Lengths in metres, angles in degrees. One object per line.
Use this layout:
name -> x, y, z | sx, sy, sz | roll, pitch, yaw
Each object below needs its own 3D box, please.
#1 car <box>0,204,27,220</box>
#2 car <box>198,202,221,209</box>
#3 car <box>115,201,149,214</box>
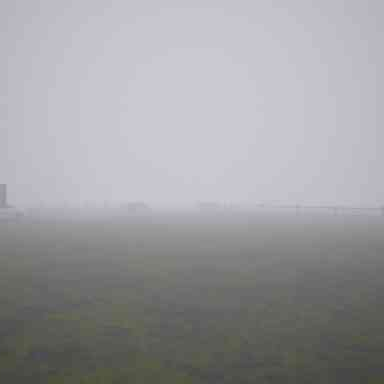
car -> -17.021, 1.767, 29.330 | 1.812, 1.442, 4.674 | -1, -1, 35
car -> 3.051, 2.323, 57.575 | 1.895, 1.301, 4.718 | -1, -1, 35
car -> -7.669, 1.933, 42.566 | 2.128, 1.511, 4.902 | -1, -1, 35
